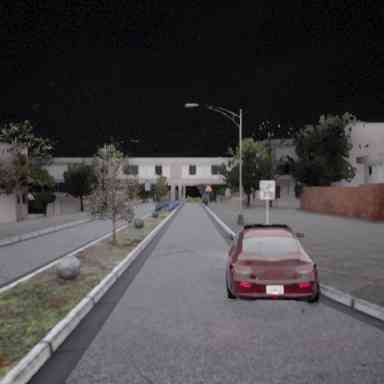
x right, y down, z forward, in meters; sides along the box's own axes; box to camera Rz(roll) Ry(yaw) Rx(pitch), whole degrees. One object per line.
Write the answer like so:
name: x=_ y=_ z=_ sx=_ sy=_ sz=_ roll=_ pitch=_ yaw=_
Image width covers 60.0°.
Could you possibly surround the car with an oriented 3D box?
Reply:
car: x=1.819 y=1.497 z=8.167 sx=1.812 sy=1.442 sz=4.674 roll=-3 pitch=1 yaw=9
